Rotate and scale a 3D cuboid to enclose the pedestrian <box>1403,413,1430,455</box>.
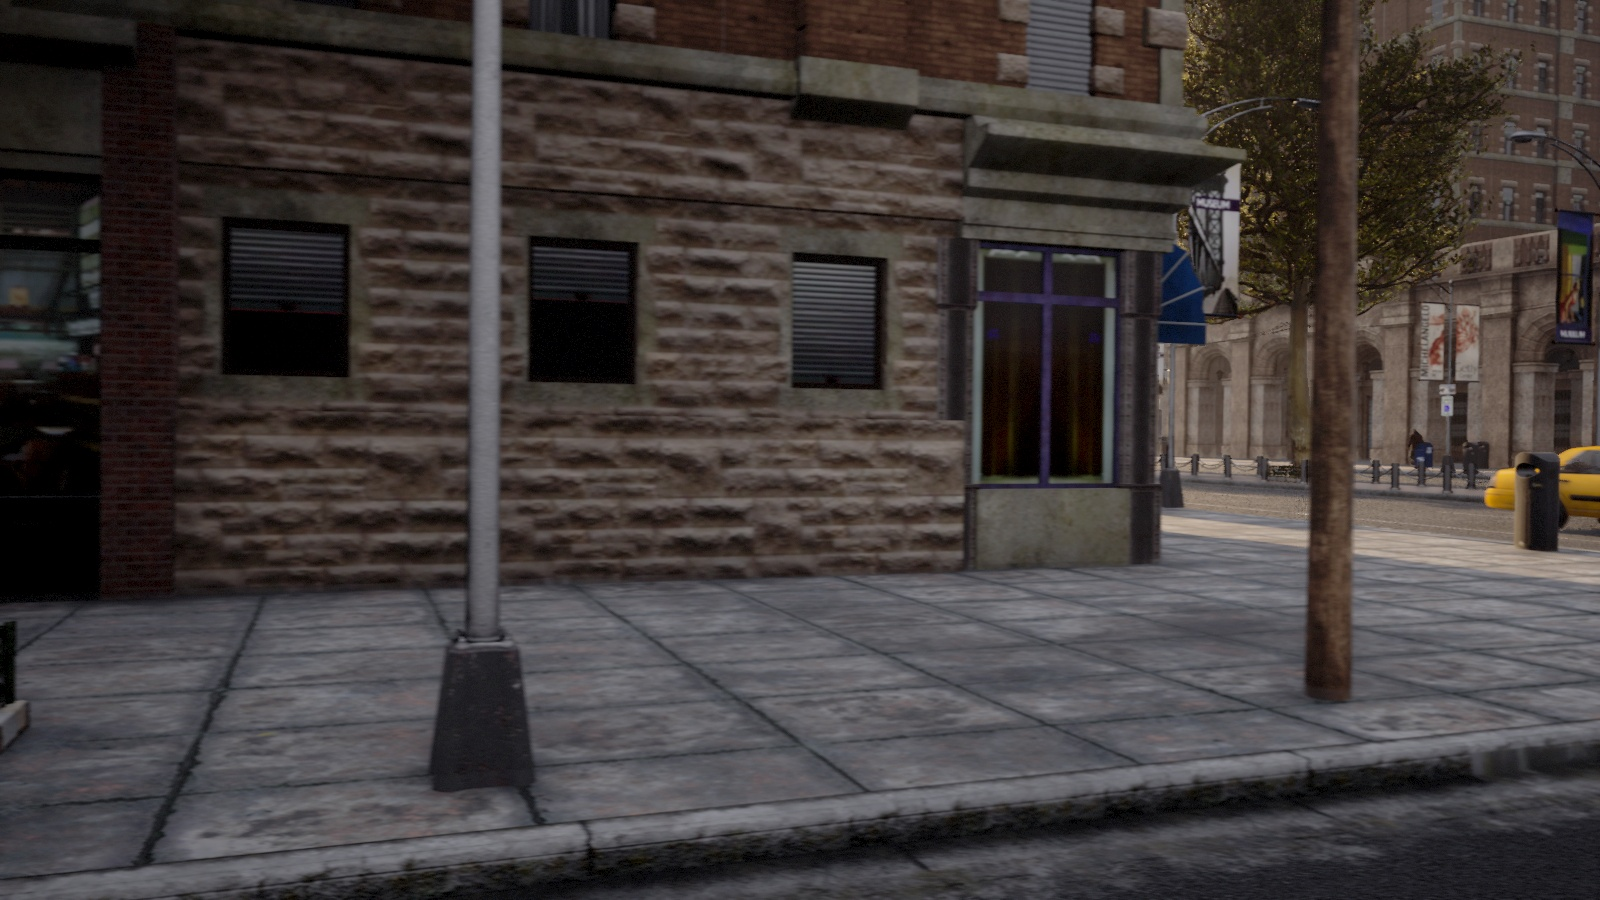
[{"bbox_3d":[27.301,-0.725,55.600,0.634,1.844,0.899,-1,1,-20],"label":"pedestrian"}]

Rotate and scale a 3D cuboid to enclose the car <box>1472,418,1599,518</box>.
[{"bbox_3d":[13.577,0.276,19.879,1.801,1.575,5.366,-1,1,-20],"label":"car"}]
